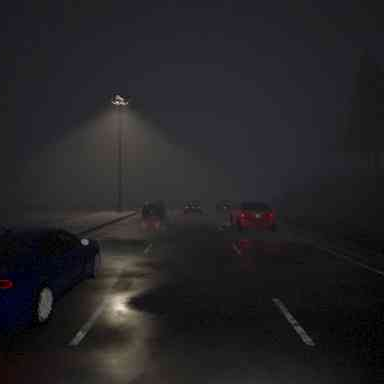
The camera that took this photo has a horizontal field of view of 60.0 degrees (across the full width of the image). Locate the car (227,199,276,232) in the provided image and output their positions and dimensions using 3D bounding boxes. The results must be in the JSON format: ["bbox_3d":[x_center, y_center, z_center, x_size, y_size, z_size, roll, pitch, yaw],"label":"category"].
[{"bbox_3d":[3.604,1.352,20.376,2.097,1.767,4.553,0,0,0],"label":"car"}]

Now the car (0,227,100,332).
[{"bbox_3d":[-3.399,1.477,7.002,1.882,1.535,5.008,0,0,0],"label":"car"}]

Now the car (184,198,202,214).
[{"bbox_3d":[0.115,1.547,34.831,2.033,1.411,5.357,0,0,0],"label":"car"}]

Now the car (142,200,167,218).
[{"bbox_3d":[-3.394,1.491,30.361,2.128,1.511,4.902,0,0,0],"label":"car"}]

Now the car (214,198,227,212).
[{"bbox_3d":[3.675,1.504,39.715,1.837,1.490,4.892,0,0,1],"label":"car"}]

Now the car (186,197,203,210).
[{"bbox_3d":[0.375,1.491,44.580,2.128,1.511,4.902,0,0,3],"label":"car"}]
